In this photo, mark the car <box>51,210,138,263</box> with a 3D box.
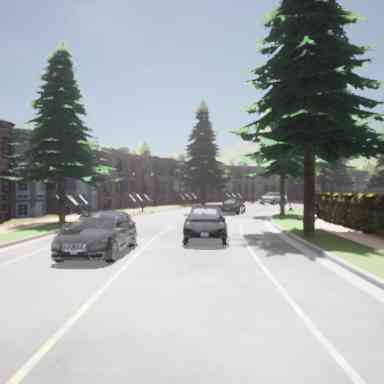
[{"bbox_3d":[-3.218,1.457,11.828,1.837,1.490,4.892,0,0,3],"label":"car"}]

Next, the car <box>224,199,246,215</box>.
[{"bbox_3d":[4.024,1.410,32.494,1.812,1.442,4.674,0,0,20],"label":"car"}]

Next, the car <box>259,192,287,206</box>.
[{"bbox_3d":[12.722,1.045,52.108,5.566,2.045,2.150,0,0,-44],"label":"car"}]

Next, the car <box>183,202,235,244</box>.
[{"bbox_3d":[0.648,1.435,15.331,2.128,1.511,4.902,0,0,4],"label":"car"}]
